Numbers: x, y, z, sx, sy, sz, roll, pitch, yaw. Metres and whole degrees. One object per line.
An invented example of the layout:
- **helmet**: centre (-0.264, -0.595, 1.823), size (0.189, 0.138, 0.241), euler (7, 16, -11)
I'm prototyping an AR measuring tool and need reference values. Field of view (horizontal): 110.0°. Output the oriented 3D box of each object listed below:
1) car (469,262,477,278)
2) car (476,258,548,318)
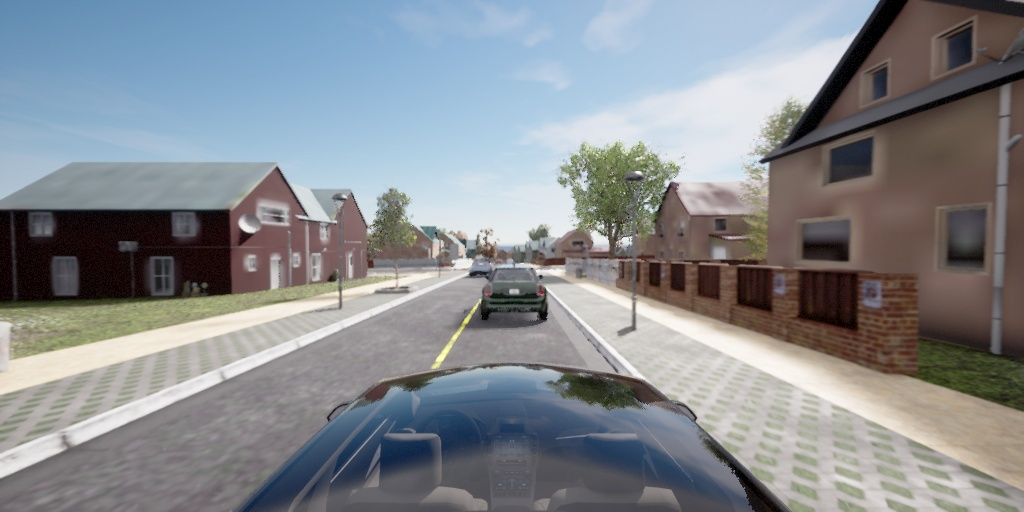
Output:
- **car**: centre (-2.820, 1.231, 33.231), size (2.033, 1.411, 5.357), euler (0, 0, 0)
- **car**: centre (0.079, 1.067, 12.854), size (2.097, 1.767, 4.553), euler (0, 0, 0)
